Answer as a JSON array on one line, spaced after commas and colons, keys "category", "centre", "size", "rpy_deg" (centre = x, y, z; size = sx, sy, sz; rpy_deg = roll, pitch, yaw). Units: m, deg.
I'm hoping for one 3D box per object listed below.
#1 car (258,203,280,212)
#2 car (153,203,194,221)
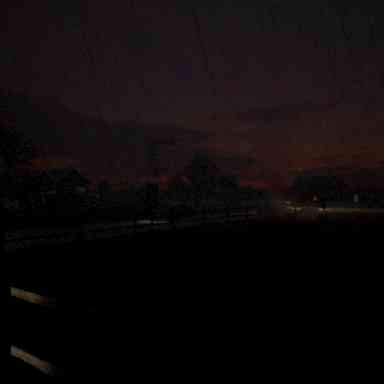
[{"category": "car", "centre": [11.516, 2.257, 49.703], "size": [1.895, 1.301, 4.718], "rpy_deg": [0, -1, 35]}, {"category": "car", "centre": [-1.645, 1.824, 30.820], "size": [1.837, 1.490, 4.892], "rpy_deg": [0, 0, 35]}]
